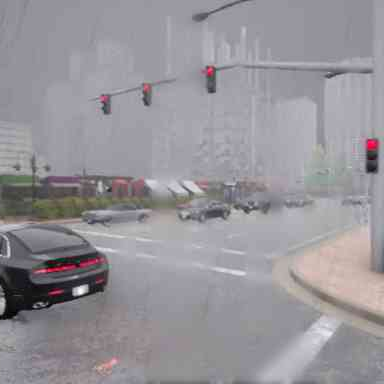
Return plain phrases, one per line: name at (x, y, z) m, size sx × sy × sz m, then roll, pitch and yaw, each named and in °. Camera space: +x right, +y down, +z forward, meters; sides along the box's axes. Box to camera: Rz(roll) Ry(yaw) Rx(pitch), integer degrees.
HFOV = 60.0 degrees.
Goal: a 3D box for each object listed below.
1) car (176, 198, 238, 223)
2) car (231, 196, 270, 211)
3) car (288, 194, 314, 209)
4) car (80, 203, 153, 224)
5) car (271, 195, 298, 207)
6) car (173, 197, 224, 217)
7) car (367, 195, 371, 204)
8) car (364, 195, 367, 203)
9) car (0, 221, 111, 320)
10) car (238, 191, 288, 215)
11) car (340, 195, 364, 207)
car at (0.946, 1.303, 23.682) m, size 2.128 × 1.511 × 4.902 m, roll 0°, pitch 1°, yaw 37°
car at (6.559, 1.256, 37.018) m, size 2.033 × 1.411 × 5.357 m, roll 0°, pitch 1°, yaw 37°
car at (12.958, 1.041, 39.697) m, size 2.097 × 1.767 × 4.553 m, roll 0°, pitch 1°, yaw 37°
car at (-4.848, 1.425, 21.892) m, size 1.895 × 1.301 × 4.718 m, roll 0°, pitch 1°, yaw 39°
car at (12.491, 1.153, 44.891) m, size 1.837 × 1.490 × 4.892 m, roll 0°, pitch 1°, yaw 37°
car at (0.667, 1.246, 29.150) m, size 1.882 × 1.535 × 5.008 m, roll 0°, pitch 1°, yaw 37°
car at (24.346, 1.268, 42.933) m, size 1.895 × 1.301 × 4.718 m, roll 0°, pitch 1°, yaw 37°
car at (26.988, 1.120, 52.303) m, size 1.812 × 1.442 × 4.674 m, roll 0°, pitch 1°, yaw 37°
car at (-3.840, 1.445, 7.281) m, size 4.892 × 1.490 × 1.837 m, roll 0°, pitch 1°, yaw 38°
car at (6.828, 0.973, 31.536) m, size 2.150 × 2.045 × 5.566 m, roll 0°, pitch 1°, yaw 37°
car at (21.585, 1.175, 45.086) m, size 1.812 × 1.442 × 4.674 m, roll 0°, pitch 1°, yaw 37°
